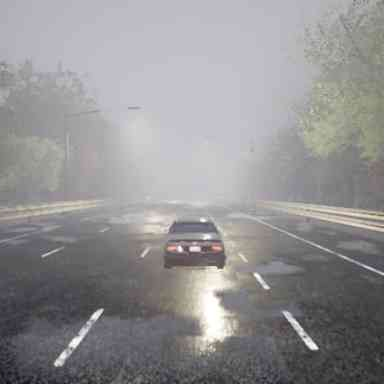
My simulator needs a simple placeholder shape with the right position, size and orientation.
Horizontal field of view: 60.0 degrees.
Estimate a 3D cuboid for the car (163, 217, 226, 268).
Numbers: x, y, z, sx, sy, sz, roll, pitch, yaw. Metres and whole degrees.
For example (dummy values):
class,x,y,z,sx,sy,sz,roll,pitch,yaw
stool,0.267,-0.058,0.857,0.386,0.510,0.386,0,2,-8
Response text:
class,x,y,z,sx,sy,sz,roll,pitch,yaw
car,0.057,1.559,11.304,2.033,1.411,5.357,0,0,0
